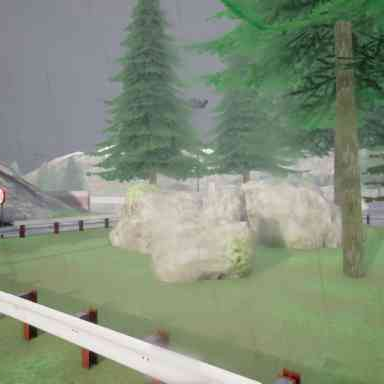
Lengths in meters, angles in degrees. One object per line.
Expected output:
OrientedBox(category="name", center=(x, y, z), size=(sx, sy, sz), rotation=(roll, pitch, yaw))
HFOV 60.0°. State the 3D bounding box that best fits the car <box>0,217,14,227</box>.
OrientedBox(category="car", center=(-10.931, 1.358, 15.426), size=(5.357, 1.411, 2.033), rotation=(0, 0, 16))
